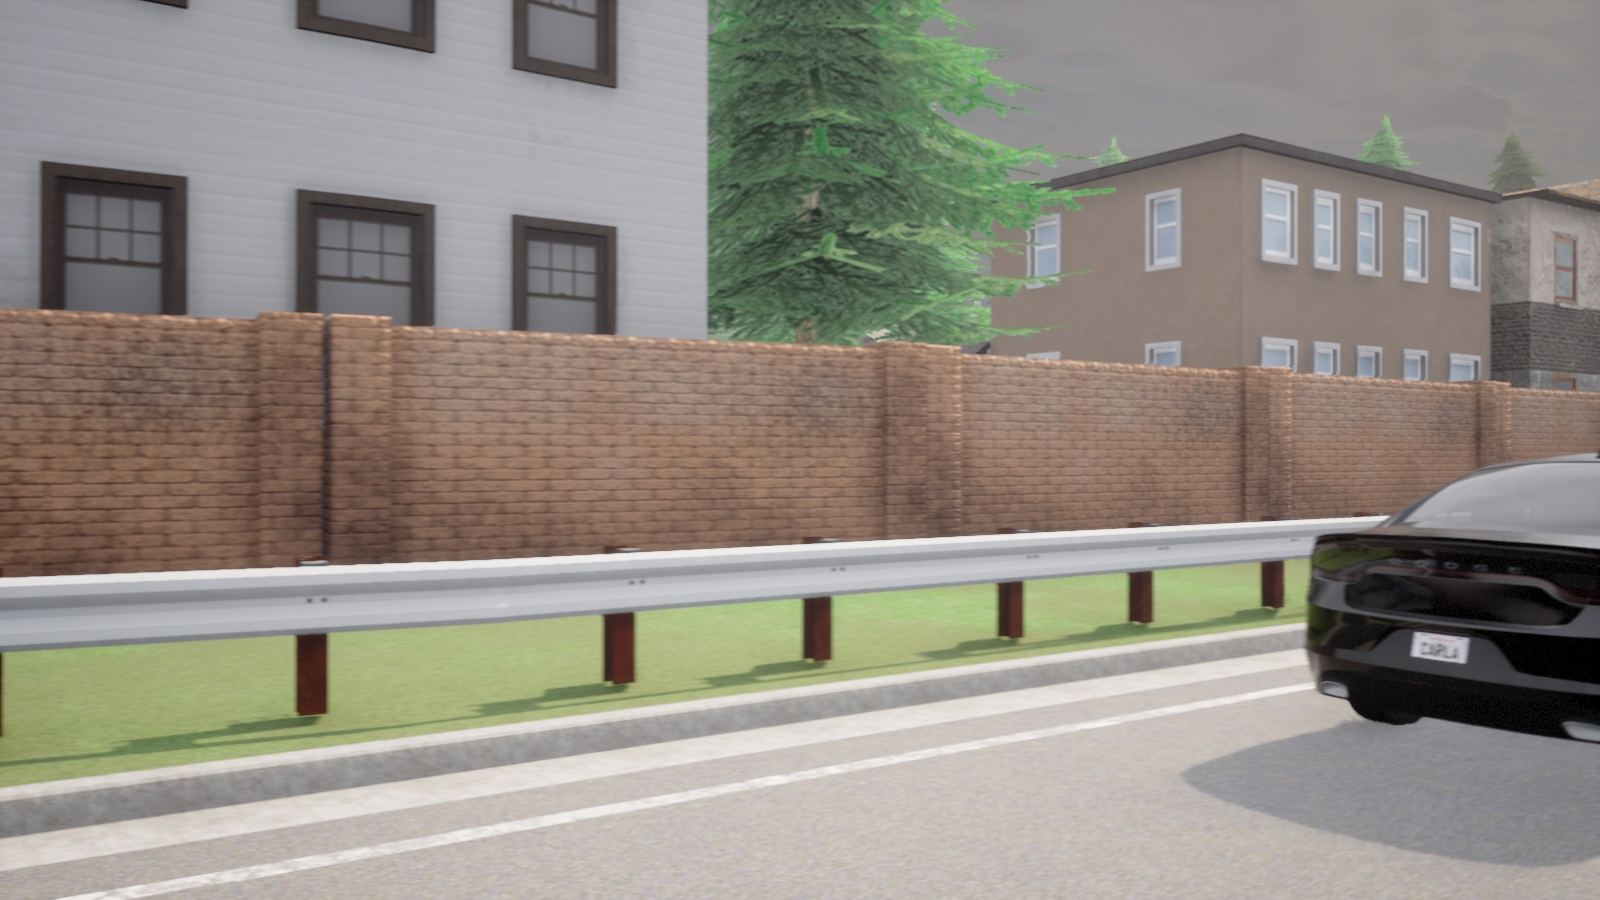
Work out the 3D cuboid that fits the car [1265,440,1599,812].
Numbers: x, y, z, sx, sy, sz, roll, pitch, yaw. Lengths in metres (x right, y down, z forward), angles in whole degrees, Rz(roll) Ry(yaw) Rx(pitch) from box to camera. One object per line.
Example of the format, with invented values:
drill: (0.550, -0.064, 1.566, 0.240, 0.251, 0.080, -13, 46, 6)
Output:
car: (4.991, 0.725, 7.133, 5.008, 1.535, 1.882, 0, 0, -35)
